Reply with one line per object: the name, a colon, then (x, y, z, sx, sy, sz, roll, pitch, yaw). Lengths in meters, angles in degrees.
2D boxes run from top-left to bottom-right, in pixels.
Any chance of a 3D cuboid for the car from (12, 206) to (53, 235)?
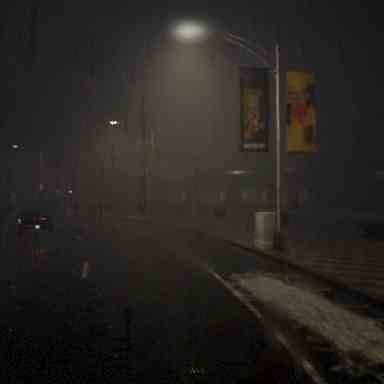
car: (-9.584, 1.637, 20.080, 1.837, 1.490, 4.892, 0, -1, -30)
